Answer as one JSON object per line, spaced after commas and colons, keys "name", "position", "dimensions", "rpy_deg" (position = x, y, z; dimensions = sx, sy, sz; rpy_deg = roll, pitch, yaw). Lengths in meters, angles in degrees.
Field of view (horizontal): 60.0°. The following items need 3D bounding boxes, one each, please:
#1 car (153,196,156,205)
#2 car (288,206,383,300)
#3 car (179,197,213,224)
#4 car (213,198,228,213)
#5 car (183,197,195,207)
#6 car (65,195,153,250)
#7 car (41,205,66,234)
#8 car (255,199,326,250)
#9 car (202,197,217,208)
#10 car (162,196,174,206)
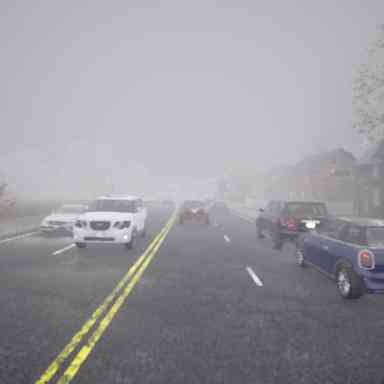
{"name": "car", "position": [-7.445, 1.376, 58.947], "dimensions": [1.882, 1.535, 5.008], "rpy_deg": [1, 0, -2]}
{"name": "car", "position": [4.299, 1.440, 8.745], "dimensions": [2.097, 1.767, 4.553], "rpy_deg": [1, 0, 0]}
{"name": "car", "position": [0.145, 1.367, 24.945], "dimensions": [2.097, 1.767, 4.553], "rpy_deg": [1, 0, -1]}
{"name": "car", "position": [3.117, 1.574, 39.049], "dimensions": [2.128, 1.511, 4.902], "rpy_deg": [1, 0, -1]}
{"name": "car", "position": [-0.519, 1.549, 52.026], "dimensions": [1.812, 1.442, 4.674], "rpy_deg": [1, 0, -2]}
{"name": "car", "position": [-3.256, 1.161, 14.461], "dimensions": [2.150, 2.045, 5.566], "rpy_deg": [1, 0, 0]}
{"name": "car", "position": [-6.514, 1.403, 18.277], "dimensions": [1.812, 1.442, 4.674], "rpy_deg": [1, 0, 0]}
{"name": "car", "position": [4.331, 1.317, 14.843], "dimensions": [2.150, 2.045, 5.566], "rpy_deg": [1, 0, 0]}
{"name": "car", "position": [2.647, 1.590, 52.183], "dimensions": [1.837, 1.490, 4.892], "rpy_deg": [1, 0, -2]}
{"name": "car", "position": [-4.078, 1.437, 56.251], "dimensions": [1.882, 1.535, 5.008], "rpy_deg": [1, 0, -2]}
